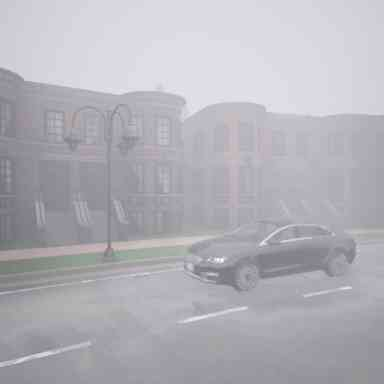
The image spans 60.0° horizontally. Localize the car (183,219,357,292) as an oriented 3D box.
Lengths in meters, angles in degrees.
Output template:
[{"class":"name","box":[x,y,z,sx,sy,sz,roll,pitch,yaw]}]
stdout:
[{"class":"car","box":[2.165,1.492,8.851,4.902,1.511,2.128,0,0,-26]}]
